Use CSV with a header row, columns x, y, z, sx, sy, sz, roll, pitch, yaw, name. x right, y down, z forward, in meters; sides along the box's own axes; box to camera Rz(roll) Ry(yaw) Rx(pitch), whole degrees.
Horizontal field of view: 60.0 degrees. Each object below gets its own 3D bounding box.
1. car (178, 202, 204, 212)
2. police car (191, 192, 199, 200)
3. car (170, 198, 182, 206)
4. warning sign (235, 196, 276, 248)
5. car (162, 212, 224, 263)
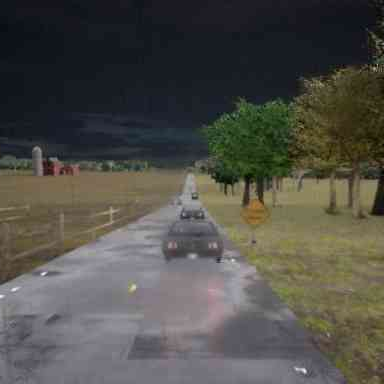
x,y,z,sx,sy,sz,roll,pitch,yaw,name
0.041,1.714,27.168,1.895,1.301,4.718,0,0,0,car
0.817,1.583,93.548,1.930,1.638,5.238,0,1,0,police car
-2.801,1.740,59.152,2.128,1.511,4.902,0,0,1,car
2.501,1.153,13.274,1.300,1.860,1.060,3,3,0,warning sign
0.042,1.631,12.124,1.895,1.301,4.718,0,0,0,car
